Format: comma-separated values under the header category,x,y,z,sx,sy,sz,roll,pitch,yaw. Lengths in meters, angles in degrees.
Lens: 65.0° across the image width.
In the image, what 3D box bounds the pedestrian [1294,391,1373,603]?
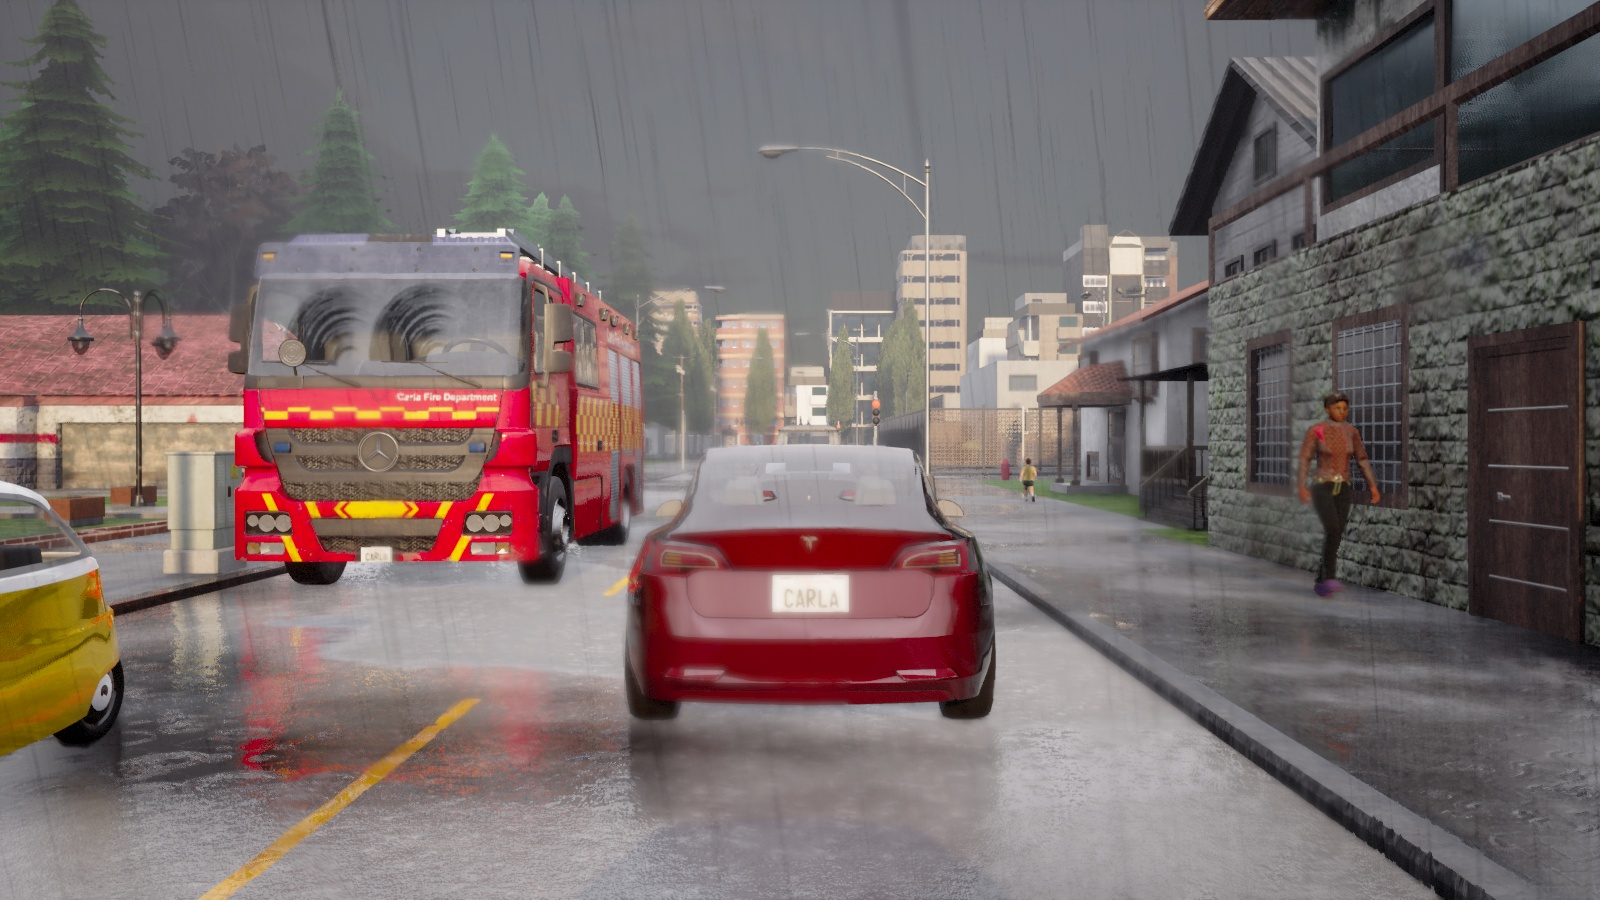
category,x,y,z,sx,sy,sz,roll,pitch,yaw
pedestrian,4.702,0.397,11.102,0.328,1.805,0.869,0,0,1

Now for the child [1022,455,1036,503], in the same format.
category,x,y,z,sx,sy,sz,roll,pitch,yaw
child,5.396,0.673,29.598,0.255,1.110,0.394,0,0,0

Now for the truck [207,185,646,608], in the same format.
category,x,y,z,sx,sy,sz,roll,pitch,yaw
truck,-3.897,-0.509,15.604,2.891,3.827,8.468,0,0,0

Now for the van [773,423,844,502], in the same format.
category,x,y,z,sx,sy,sz,roll,pitch,yaw
van,0.212,0.308,33.971,1.775,1.987,4.442,0,0,0

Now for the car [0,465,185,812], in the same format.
category,x,y,z,sx,sy,sz,roll,pitch,yaw
car,-3.954,0.767,5.450,1.481,1.376,2.207,0,0,0

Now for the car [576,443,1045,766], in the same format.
category,x,y,z,sx,sy,sz,roll,pitch,yaw
car,0.061,0.700,8.198,2.163,1.488,4.792,0,0,0
